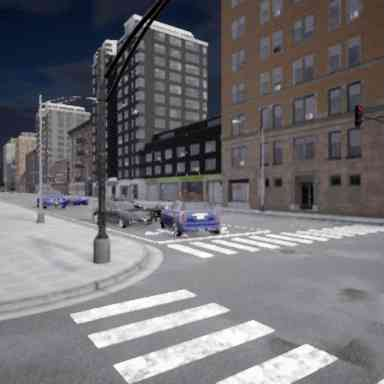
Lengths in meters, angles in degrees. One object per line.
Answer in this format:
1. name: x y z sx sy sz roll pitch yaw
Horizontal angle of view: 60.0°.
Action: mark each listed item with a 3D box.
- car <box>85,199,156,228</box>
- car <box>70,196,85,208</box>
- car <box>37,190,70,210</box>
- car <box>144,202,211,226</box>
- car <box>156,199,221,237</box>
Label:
1. car: -4.179 1.213 19.651 1.837 1.490 4.892 0 2 -44
2. car: -13.865 1.129 39.760 1.895 1.301 4.718 0 1 -34
3. car: -15.334 0.777 36.151 2.150 2.045 5.566 0 1 -35
4. car: -1.035 1.316 21.372 1.895 1.301 4.718 2 -2 -38
5. car: -0.223 1.105 16.804 2.097 1.767 4.553 -1 1 -17
